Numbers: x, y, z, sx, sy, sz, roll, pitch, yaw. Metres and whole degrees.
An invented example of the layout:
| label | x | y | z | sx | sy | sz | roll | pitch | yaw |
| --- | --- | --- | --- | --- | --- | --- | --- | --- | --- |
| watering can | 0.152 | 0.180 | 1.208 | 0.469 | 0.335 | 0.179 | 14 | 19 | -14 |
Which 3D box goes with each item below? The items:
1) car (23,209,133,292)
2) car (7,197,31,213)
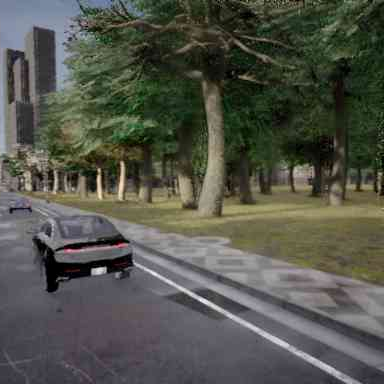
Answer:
| label | x | y | z | sx | sy | sz | roll | pitch | yaw |
| --- | --- | --- | --- | --- | --- | --- | --- | --- | --- |
| car | -3.102 | 1.355 | 8.777 | 2.128 | 1.511 | 4.902 | -2 | 1 | -30 |
| car | -16.431 | 1.190 | 31.625 | 2.033 | 1.411 | 5.357 | -2 | 1 | -30 |
